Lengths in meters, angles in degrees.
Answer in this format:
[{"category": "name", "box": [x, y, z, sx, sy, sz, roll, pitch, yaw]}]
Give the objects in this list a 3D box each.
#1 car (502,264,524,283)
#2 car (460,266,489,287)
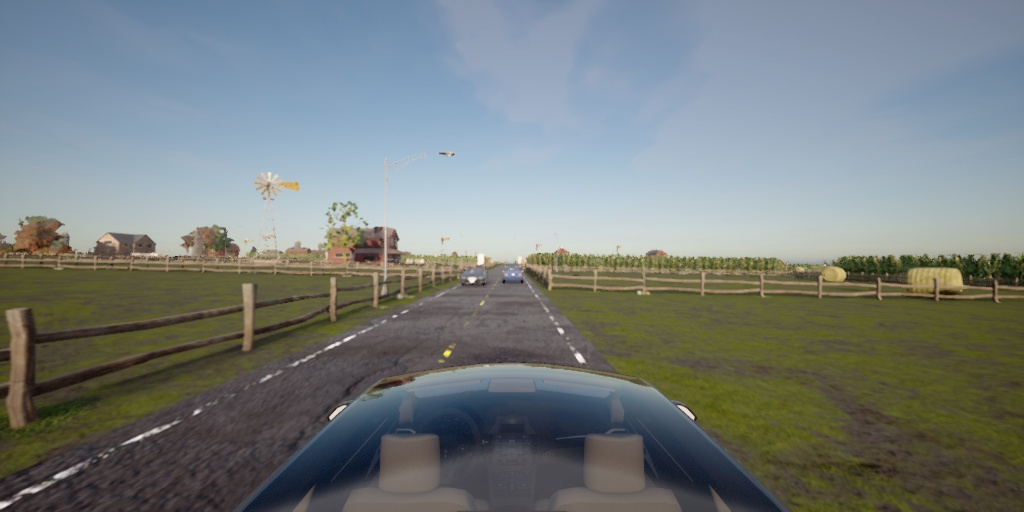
[{"category": "car", "box": [0.087, 1.692, 33.363, 2.033, 1.411, 5.357, 0, -1, 0]}, {"category": "car", "box": [-2.857, 1.569, 28.100, 2.128, 1.511, 4.902, 0, -1, 0]}]
